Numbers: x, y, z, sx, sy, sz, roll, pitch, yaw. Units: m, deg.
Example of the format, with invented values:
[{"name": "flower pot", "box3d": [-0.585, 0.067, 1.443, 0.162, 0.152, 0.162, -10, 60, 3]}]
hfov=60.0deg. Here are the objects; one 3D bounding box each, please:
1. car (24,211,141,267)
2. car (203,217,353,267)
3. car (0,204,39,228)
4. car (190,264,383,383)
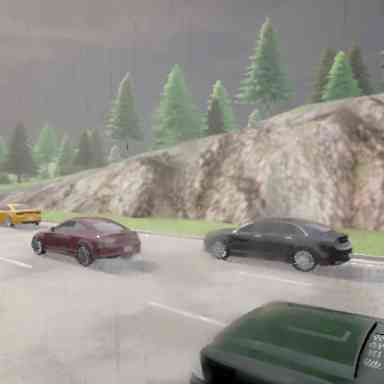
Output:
[{"name": "car", "box3d": [-3.768, 1.581, 11.673, 4.674, 1.442, 1.812, 0, 0, 38]}, {"name": "car", "box3d": [2.640, 1.587, 11.090, 4.892, 1.490, 1.837, 0, 0, 37]}, {"name": "car", "box3d": [-12.359, 1.561, 23.109, 5.008, 1.535, 1.882, 0, 0, 39]}, {"name": "car", "box3d": [2.326, 1.629, 2.494, 4.718, 1.301, 1.895, 0, 0, 35]}]
